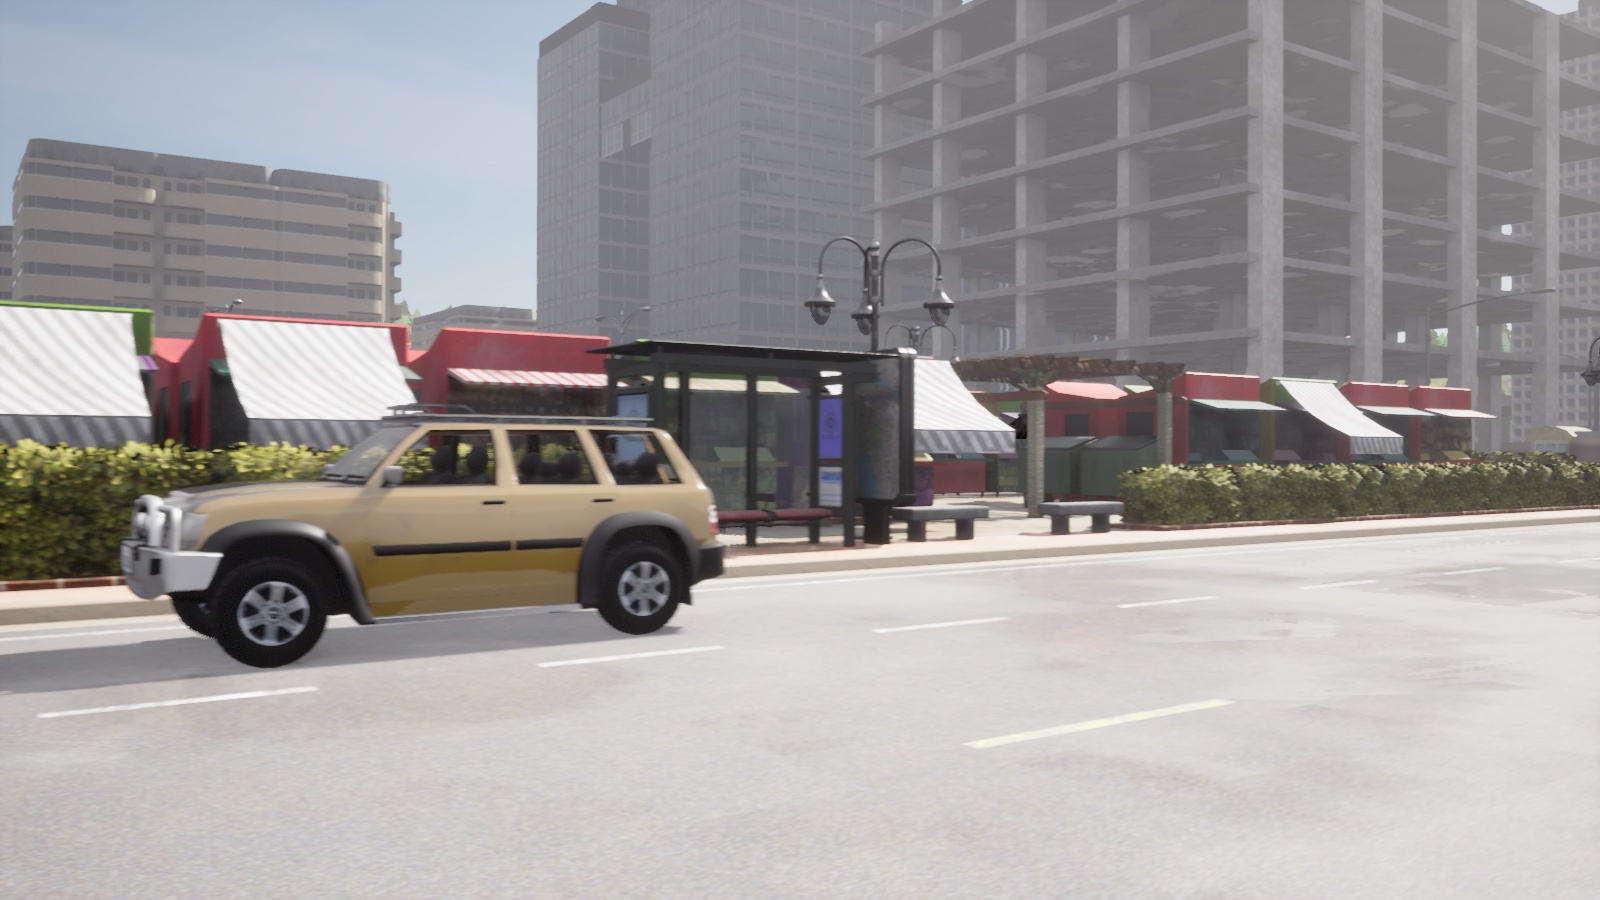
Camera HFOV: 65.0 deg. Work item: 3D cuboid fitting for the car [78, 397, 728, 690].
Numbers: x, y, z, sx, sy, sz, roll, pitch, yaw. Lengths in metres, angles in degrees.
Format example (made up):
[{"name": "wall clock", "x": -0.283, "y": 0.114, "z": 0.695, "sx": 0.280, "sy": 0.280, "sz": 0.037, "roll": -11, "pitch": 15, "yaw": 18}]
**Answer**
[{"name": "car", "x": -3.047, "y": 0.593, "z": 10.067, "sx": 4.605, "sy": 1.855, "sz": 1.932, "roll": 0, "pitch": 0, "yaw": -35}]
